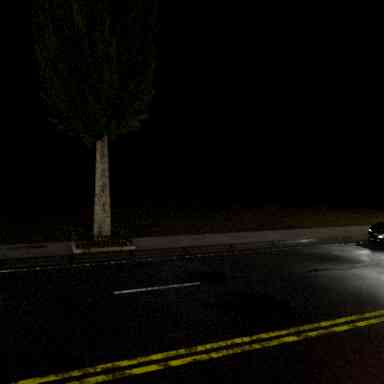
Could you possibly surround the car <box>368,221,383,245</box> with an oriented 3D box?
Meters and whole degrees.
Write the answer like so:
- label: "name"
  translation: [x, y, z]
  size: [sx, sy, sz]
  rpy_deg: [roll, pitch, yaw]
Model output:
- label: "car"
  translation: [9.655, 1.501, 14.001]
  size: [4.892, 1.490, 1.837]
  rpy_deg: [0, 0, -23]
